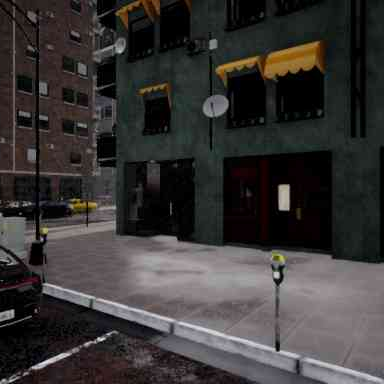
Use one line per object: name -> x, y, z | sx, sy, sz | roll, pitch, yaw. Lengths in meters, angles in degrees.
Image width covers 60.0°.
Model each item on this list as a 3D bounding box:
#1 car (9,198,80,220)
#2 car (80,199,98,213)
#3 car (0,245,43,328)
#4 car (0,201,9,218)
car -> -11.226, 1.346, 25.589 | 1.994, 1.385, 4.181 | 0, 1, 35
car -> -10.958, 1.250, 30.486 | 1.752, 1.417, 4.829 | 1, 1, 35
car -> -4.469, 1.552, 6.054 | 4.403, 1.369, 2.008 | 0, 0, 35
car -> -14.045, 1.350, 26.058 | 2.008, 1.369, 4.403 | 1, 1, 35
